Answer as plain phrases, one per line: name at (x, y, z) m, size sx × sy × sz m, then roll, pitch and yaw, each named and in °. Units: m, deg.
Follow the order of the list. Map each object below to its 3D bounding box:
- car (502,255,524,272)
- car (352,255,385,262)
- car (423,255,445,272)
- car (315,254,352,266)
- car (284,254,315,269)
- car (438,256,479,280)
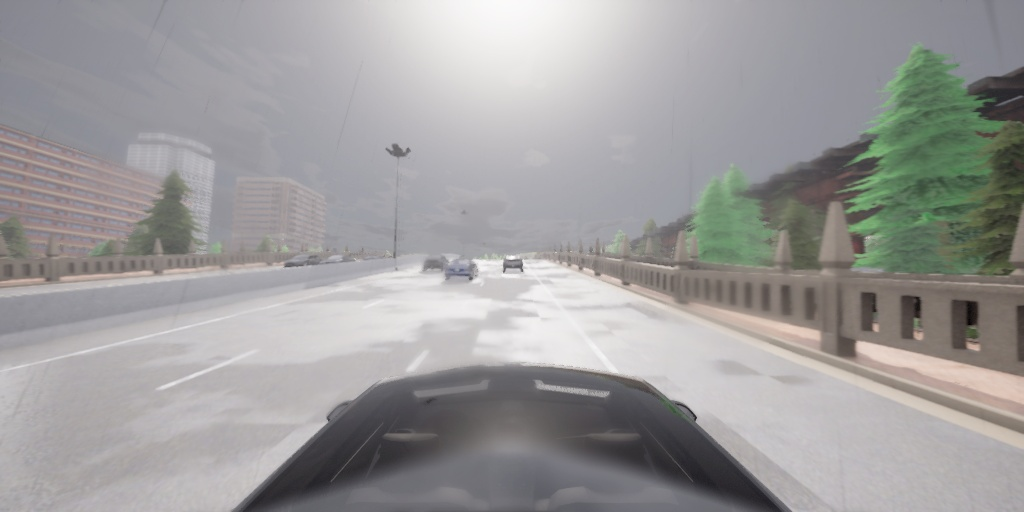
car at (0.104, 0.611, 33.514) m, size 2.128 × 1.511 × 4.902 m, roll 0°, pitch 1°, yaw 0°
car at (-14.077, 0.620, 36.411) m, size 1.994 × 1.385 × 4.181 m, roll 0°, pitch 1°, yaw 0°
car at (-6.895, 0.632, 33.271) m, size 1.837 × 1.490 × 4.892 m, roll 0°, pitch 2°, yaw 0°
car at (-17.575, 0.582, 36.396) m, size 1.812 × 1.442 × 4.674 m, roll 0°, pitch 1°, yaw 0°
car at (-21.073, 0.558, 36.577) m, size 1.837 × 1.490 × 4.892 m, roll 0°, pitch 1°, yaw 0°
car at (-3.416, 0.865, 24.886) m, size 2.033 × 1.411 × 5.357 m, roll 0°, pitch 1°, yaw 0°
